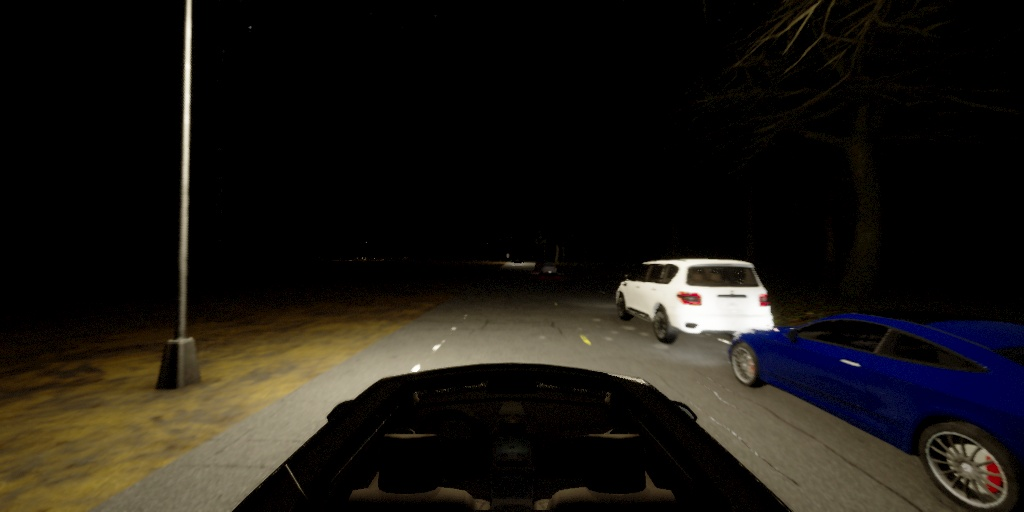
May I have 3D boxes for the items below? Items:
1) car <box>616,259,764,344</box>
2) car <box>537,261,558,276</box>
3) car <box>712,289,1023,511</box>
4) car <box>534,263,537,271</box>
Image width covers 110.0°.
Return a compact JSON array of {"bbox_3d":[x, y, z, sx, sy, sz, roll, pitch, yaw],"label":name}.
[{"bbox_3d":[4.660,1.113,10.204,2.150,2.045,5.566,1,-1,1],"label":"car"},{"bbox_3d":[4.190,1.506,41.328,1.812,1.442,4.674,1,0,2],"label":"car"},{"bbox_3d":[4.559,1.356,4.170,1.812,1.442,4.674,1,-1,1],"label":"car"},{"bbox_3d":[4.296,1.484,52.482,1.812,1.442,4.674,1,0,1],"label":"car"}]
